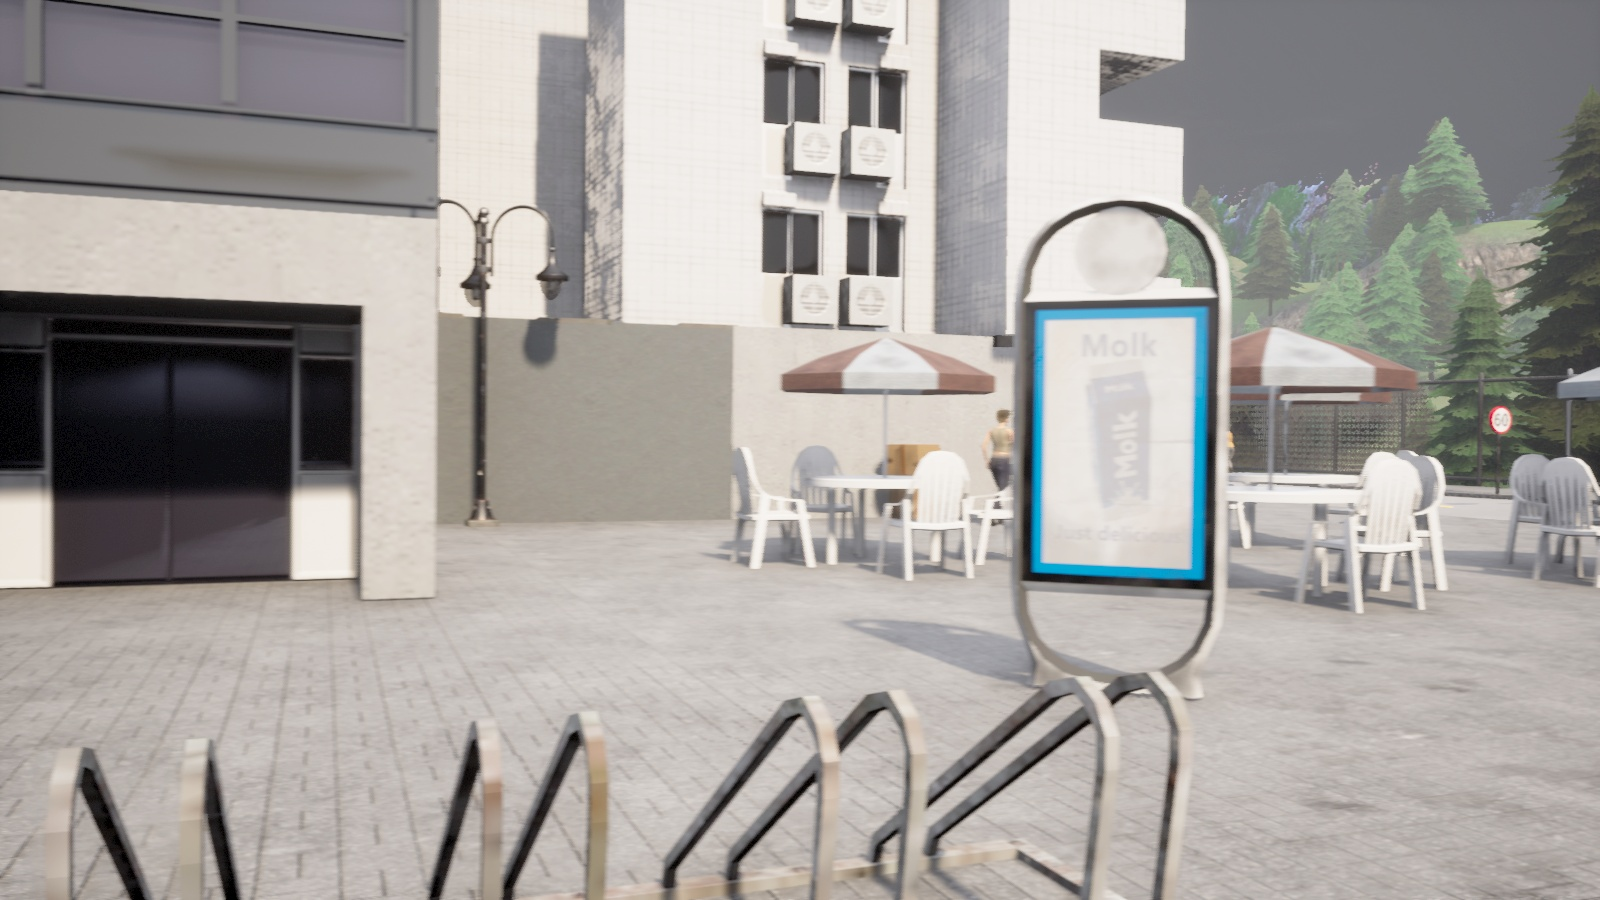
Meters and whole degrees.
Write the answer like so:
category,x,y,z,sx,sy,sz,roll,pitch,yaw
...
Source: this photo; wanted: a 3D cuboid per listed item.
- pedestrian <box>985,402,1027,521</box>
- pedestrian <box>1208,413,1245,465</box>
category,x,y,z,sx,sy,sz,roll,pitch,yaw
pedestrian,3.230,0.172,19.706,0.594,1.836,0.345,-1,1,-43
pedestrian,15.292,-0.390,45.043,0.874,1.855,0.900,-1,1,-22
